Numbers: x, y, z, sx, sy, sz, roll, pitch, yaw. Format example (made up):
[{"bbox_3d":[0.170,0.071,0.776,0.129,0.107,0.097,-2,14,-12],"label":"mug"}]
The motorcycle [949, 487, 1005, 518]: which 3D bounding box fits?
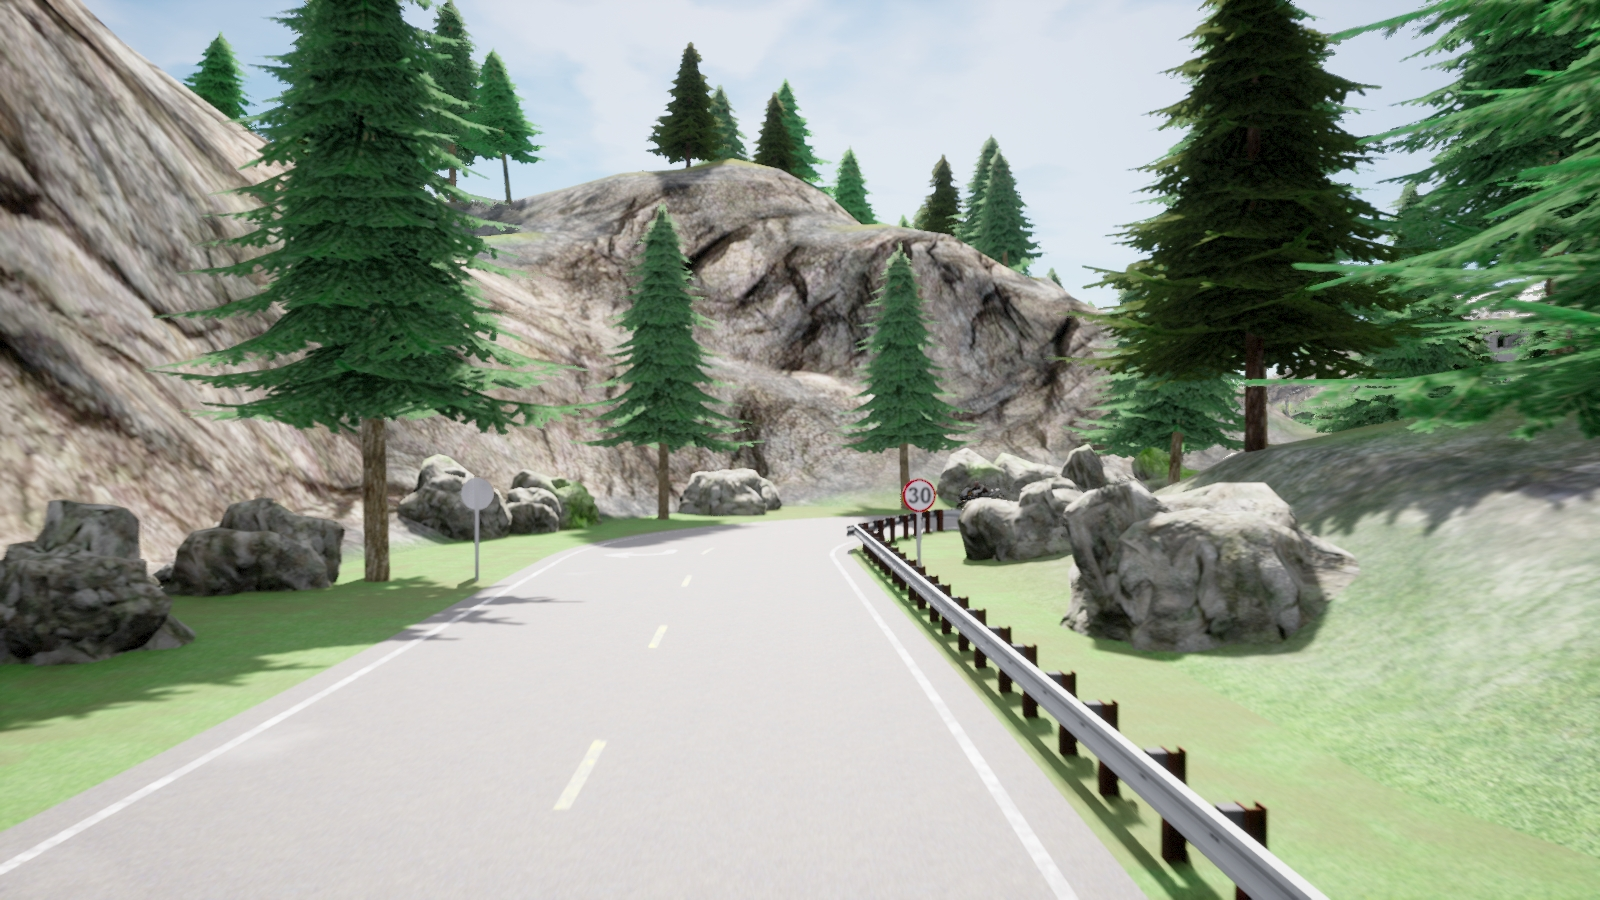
[{"bbox_3d":[7.499,2.208,48.290,2.209,1.251,0.867,0,1,-24],"label":"motorcycle"}]
